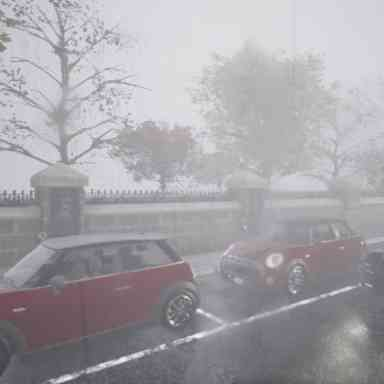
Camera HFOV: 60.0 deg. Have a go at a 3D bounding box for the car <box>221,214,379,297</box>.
[{"bbox_3d":[2.660,1.417,8.456,4.097,1.590,1.967,0,0,-36],"label":"car"}]

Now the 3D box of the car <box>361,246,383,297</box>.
[{"bbox_3d":[5.749,1.449,7.482,5.008,1.535,1.882,0,0,-36],"label":"car"}]

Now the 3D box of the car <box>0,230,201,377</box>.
[{"bbox_3d":[-1.922,1.435,5.187,4.097,1.590,1.967,0,0,-36],"label":"car"}]
